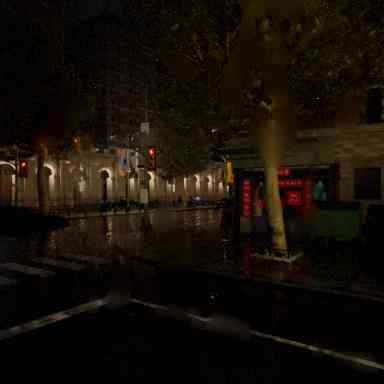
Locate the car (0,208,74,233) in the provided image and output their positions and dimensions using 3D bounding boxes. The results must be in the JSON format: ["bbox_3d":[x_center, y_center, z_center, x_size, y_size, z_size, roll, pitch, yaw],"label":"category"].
[{"bbox_3d":[-9.515,1.547,17.853,5.357,1.411,2.033,0,0,-43],"label":"car"}]

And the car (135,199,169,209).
[{"bbox_3d":[-4.934,1.564,43.901,1.994,1.385,4.181,0,0,35],"label":"car"}]

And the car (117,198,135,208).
[{"bbox_3d":[-10.235,1.595,47.907,1.895,1.301,4.718,0,0,36],"label":"car"}]

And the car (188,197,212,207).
[{"bbox_3d":[1.318,1.547,52.545,2.033,1.411,5.357,0,0,36],"label":"car"}]

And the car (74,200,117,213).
[{"bbox_3d":[-10.694,1.564,35.895,1.994,1.385,4.181,0,0,36],"label":"car"}]

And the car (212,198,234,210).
[{"bbox_3d":[5.058,1.505,43.729,1.837,1.490,4.892,0,0,36],"label":"car"}]
